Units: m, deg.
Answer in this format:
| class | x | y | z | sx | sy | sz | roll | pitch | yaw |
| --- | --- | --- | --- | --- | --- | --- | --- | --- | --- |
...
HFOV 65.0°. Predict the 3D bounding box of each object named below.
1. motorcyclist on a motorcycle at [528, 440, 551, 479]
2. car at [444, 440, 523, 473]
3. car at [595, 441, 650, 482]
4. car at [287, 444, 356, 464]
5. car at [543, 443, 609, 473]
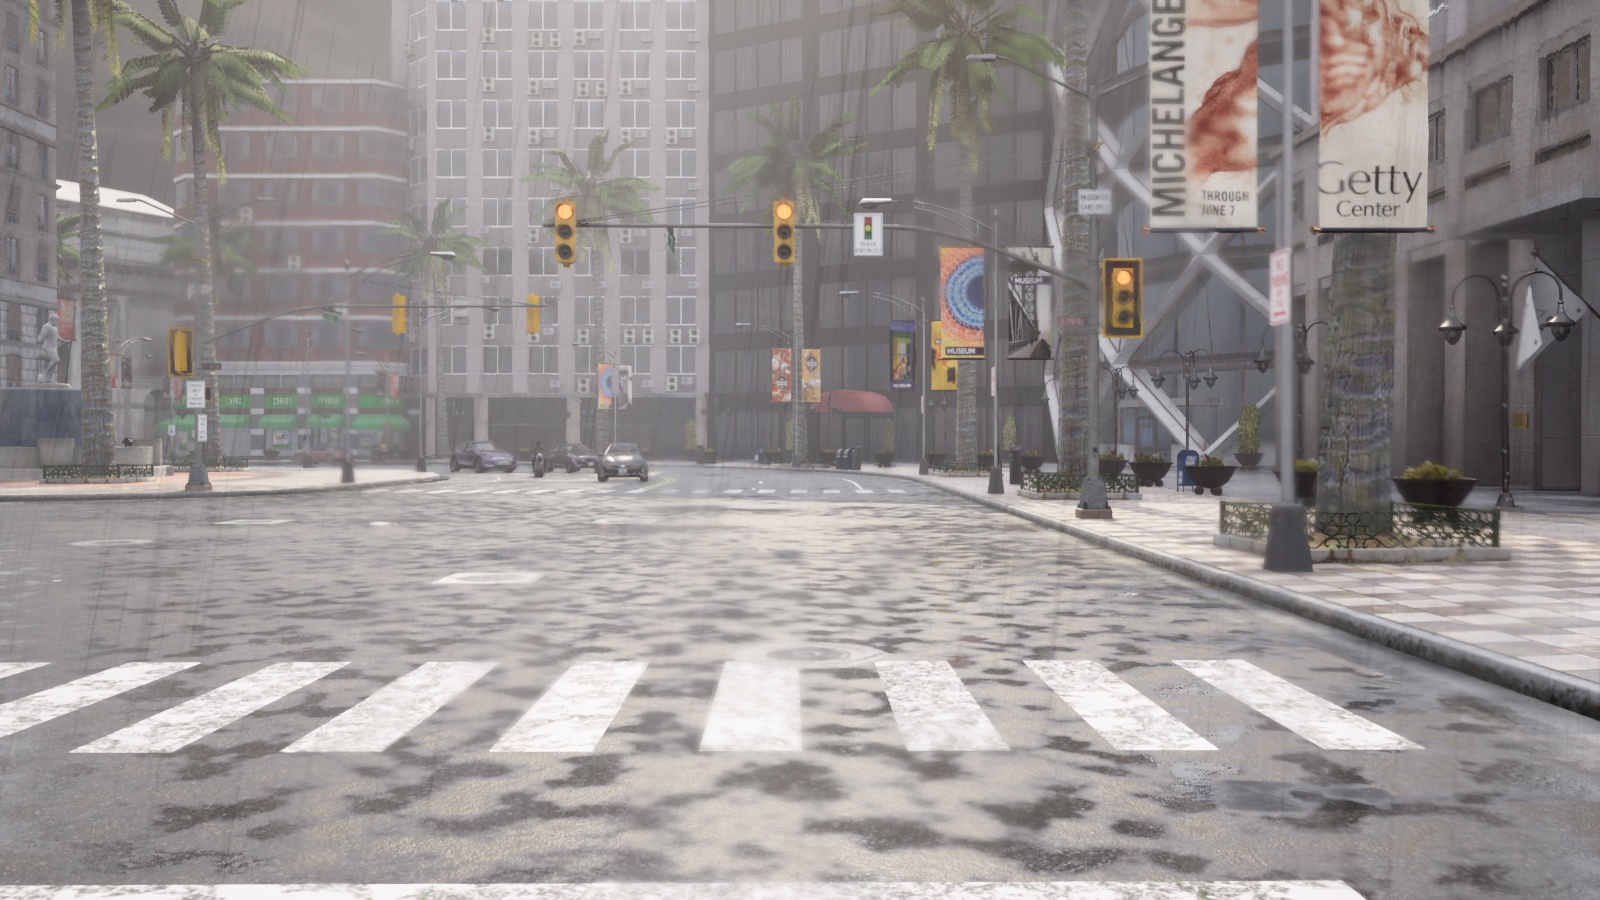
| class | x | y | z | sx | sy | sz | roll | pitch | yaw |
| --- | --- | --- | --- | --- | --- | --- | --- | --- | --- |
| motorcyclist on a motorcycle | -11.290 | 0.381 | 54.346 | 0.766 | 1.649 | 2.350 | 0 | 1 | -16 |
| car | -16.335 | 0.299 | 64.637 | 2.033 | 1.649 | 4.856 | 0 | 0 | -40 |
| car | -6.911 | 0.409 | 49.300 | 2.007 | 1.525 | 4.514 | 0 | 0 | -6 |
| car | -33.325 | 0.290 | 87.506 | 4.181 | 1.385 | 1.994 | 0 | 0 | 17 |
| car | -11.391 | 0.392 | 63.539 | 1.816 | 1.474 | 4.193 | 0 | 0 | -33 |
